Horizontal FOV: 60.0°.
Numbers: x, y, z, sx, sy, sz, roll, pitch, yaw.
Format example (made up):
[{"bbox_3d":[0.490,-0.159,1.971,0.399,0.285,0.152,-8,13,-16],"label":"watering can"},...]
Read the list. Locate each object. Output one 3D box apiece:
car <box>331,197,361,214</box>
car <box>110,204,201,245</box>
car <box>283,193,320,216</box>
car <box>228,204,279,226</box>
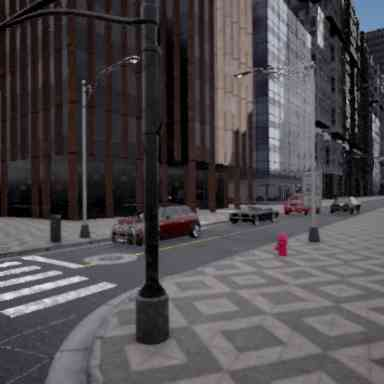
[{"bbox_3d":[15.451,1.229,33.267,2.097,1.767,4.553,-1,0,36],"label":"car"},{"bbox_3d":[-1.576,1.379,15.409,2.097,1.767,4.553,-1,0,36],"label":"car"},{"bbox_3d":[10.740,1.143,32.229,2.150,2.045,5.566,-1,0,36],"label":"car"},{"bbox_3d":[4.441,1.574,23.618,1.895,1.301,4.718,-1,0,36],"label":"car"}]
